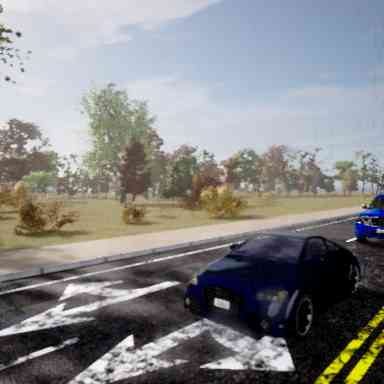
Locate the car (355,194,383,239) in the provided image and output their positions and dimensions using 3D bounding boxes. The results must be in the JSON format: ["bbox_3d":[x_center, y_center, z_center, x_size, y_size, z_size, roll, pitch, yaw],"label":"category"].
[{"bbox_3d":[8.959,1.101,14.536,2.150,2.045,5.566,1,1,42],"label":"car"}]

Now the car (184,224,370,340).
[{"bbox_3d":[1.783,1.506,6.556,1.994,1.385,4.181,1,1,42],"label":"car"}]
